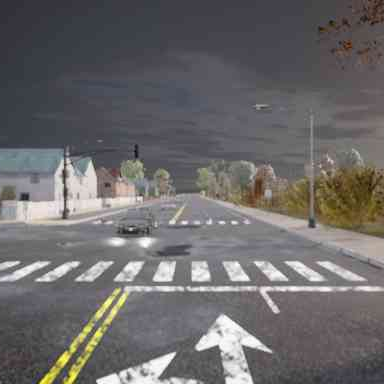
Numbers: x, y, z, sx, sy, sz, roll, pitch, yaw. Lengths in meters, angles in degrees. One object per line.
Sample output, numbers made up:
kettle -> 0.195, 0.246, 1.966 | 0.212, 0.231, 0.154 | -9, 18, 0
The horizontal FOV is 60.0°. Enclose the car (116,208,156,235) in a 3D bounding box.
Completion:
car -> -3.229, 1.741, 19.957 | 1.837, 1.490, 4.892 | 0, 0, 0

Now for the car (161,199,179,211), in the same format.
car -> -3.202, 1.952, 45.528 | 1.895, 1.301, 4.718 | 0, 0, 0

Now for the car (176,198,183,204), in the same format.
car -> -3.166, 2.121, 78.672 | 1.895, 1.301, 4.718 | 0, 0, 0
